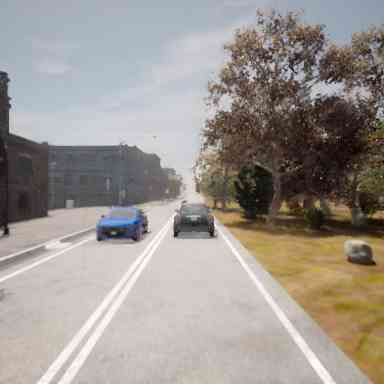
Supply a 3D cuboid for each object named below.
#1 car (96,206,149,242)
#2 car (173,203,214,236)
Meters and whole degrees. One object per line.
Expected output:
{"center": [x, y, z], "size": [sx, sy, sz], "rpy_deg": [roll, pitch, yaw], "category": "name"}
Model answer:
{"center": [-3.355, 1.486, 16.706], "size": [1.882, 1.535, 5.008], "rpy_deg": [0, 0, 0], "category": "car"}
{"center": [0.093, 1.367, 18.672], "size": [2.097, 1.767, 4.553], "rpy_deg": [0, 0, 0], "category": "car"}
